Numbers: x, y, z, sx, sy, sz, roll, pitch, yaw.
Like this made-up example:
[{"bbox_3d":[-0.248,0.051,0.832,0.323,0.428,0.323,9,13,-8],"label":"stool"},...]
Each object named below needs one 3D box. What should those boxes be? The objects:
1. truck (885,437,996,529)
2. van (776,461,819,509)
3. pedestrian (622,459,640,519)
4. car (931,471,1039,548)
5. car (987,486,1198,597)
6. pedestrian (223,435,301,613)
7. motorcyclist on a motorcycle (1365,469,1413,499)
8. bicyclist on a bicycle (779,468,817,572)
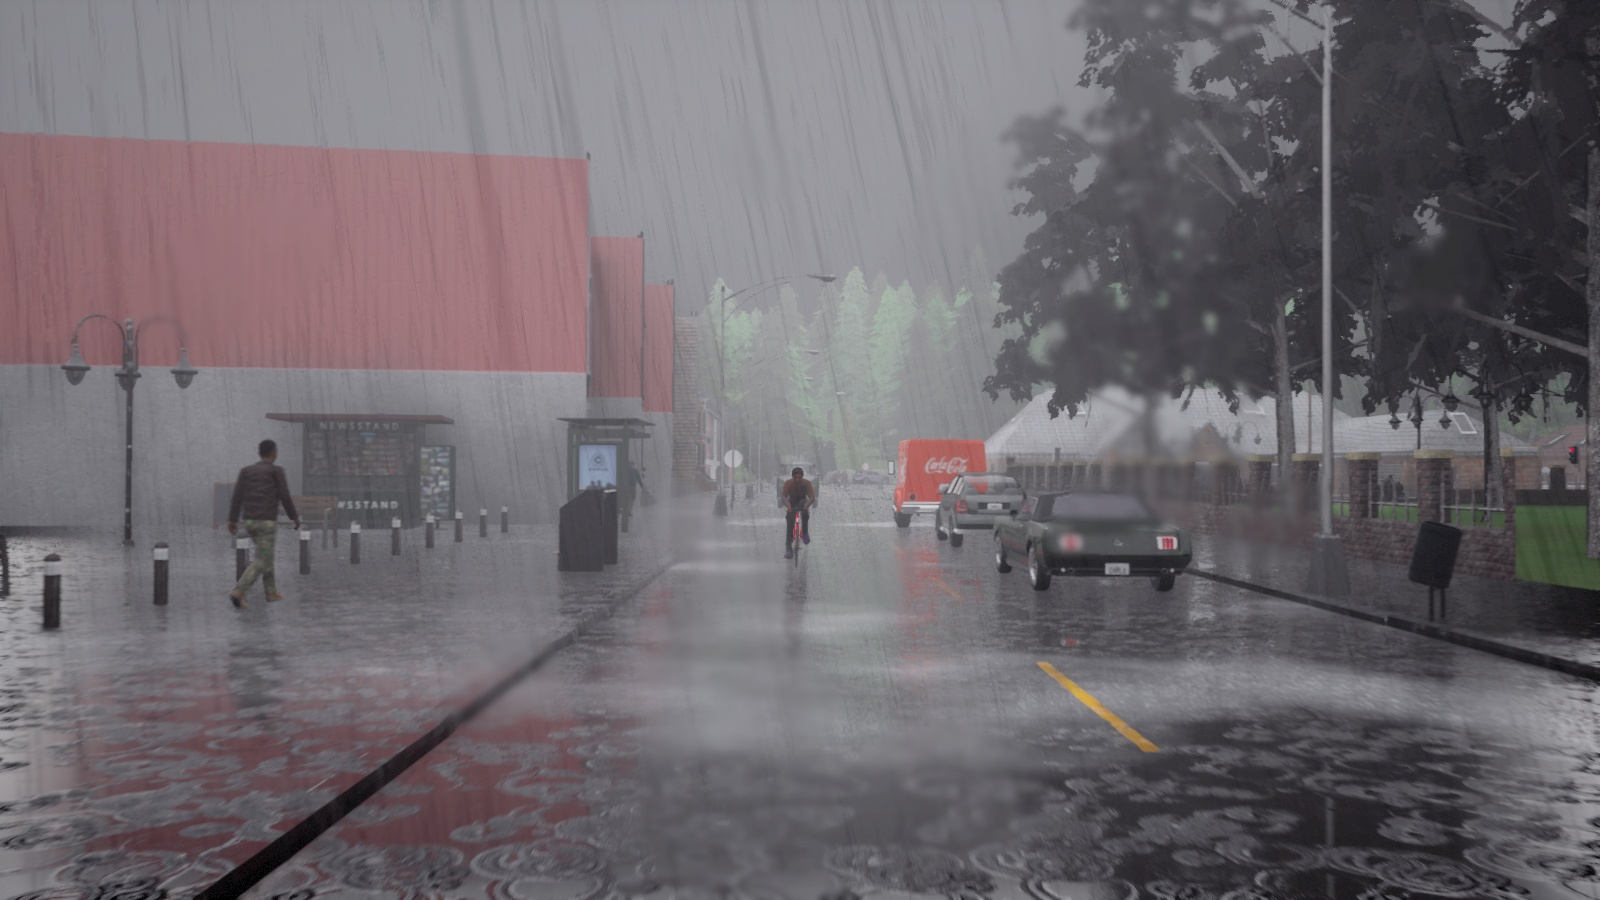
[{"bbox_3d":[3.949,0.922,36.408,2.627,2.467,5.204,0,-1,0],"label":"truck"},{"bbox_3d":[-0.067,1.474,54.125,1.775,1.987,4.442,0,-1,1],"label":"van"},{"bbox_3d":[-5.215,1.194,38.785,0.402,1.842,0.726,0,-1,5],"label":"pedestrian"},{"bbox_3d":[3.961,1.238,27.391,1.789,1.549,3.705,0,-1,0],"label":"car"},{"bbox_3d":[3.972,1.199,17.898,1.895,1.301,4.718,0,-1,0],"label":"car"},{"bbox_3d":[-5.741,0.772,13.420,0.431,1.840,0.703,0,-1,13],"label":"pedestrian"},{"bbox_3d":[30.139,1.753,64.296,2.044,1.523,0.797,0,-1,-2],"label":"motorcyclist on a motorcycle"},{"bbox_3d":[-0.031,1.110,20.435,0.582,1.620,1.656,0,-1,0],"label":"bicyclist on a bicycle"}]
